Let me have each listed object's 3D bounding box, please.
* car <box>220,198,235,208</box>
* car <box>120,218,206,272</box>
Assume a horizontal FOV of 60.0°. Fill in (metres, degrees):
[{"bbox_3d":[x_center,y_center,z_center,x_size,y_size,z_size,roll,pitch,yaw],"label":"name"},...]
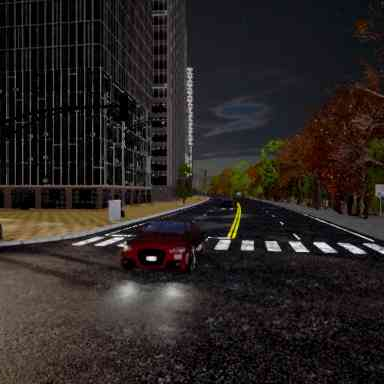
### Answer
[{"bbox_3d":[5.033,1.572,47.122,1.994,1.385,4.181,0,0,8],"label":"car"},{"bbox_3d":[-0.733,1.569,10.767,1.994,1.385,4.181,0,0,10],"label":"car"}]
